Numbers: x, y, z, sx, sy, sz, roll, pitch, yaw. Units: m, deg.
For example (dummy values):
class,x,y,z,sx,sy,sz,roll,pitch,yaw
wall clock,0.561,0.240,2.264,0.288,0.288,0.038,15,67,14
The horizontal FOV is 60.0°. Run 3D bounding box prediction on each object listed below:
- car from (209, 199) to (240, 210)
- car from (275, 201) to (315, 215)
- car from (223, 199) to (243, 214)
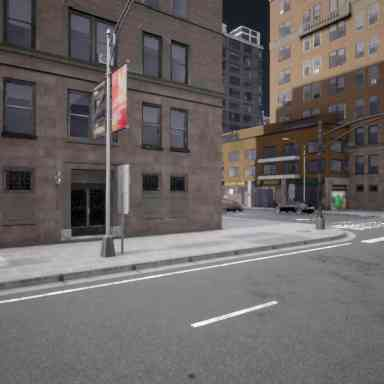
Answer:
class,x,y,z,sx,sy,sz,roll,pitch,yaw
car,4.182,1.591,43.311,1.802,1.307,4.206,0,0,-35
car,10.549,1.577,34.312,1.947,1.339,4.313,0,0,-35
car,3.017,1.536,35.460,2.033,1.411,5.357,0,0,-35
